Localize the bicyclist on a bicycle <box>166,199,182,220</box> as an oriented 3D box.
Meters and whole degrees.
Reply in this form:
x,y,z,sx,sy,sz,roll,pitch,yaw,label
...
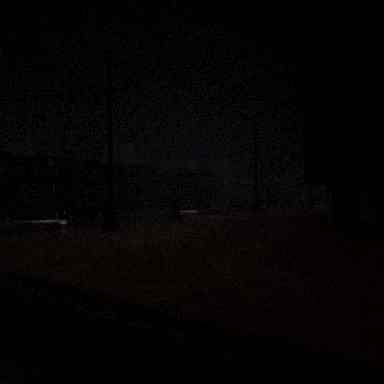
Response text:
x,y,z,sx,sy,sz,roll,pitch,yaw,label
-1.428,1.368,25.636,1.656,1.620,0.582,-2,-1,37,bicyclist on a bicycle

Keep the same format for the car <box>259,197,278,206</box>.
x,y,z,sx,sy,sz,roll,pitch,yaw,label
13.177,1.696,57.428,1.837,1.490,4.892,-1,-1,37,car

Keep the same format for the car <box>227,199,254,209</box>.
x,y,z,sx,sy,sz,roll,pitch,yaw,label
7.263,1.742,49.454,2.033,1.411,5.357,-1,-1,37,car

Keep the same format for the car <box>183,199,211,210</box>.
x,y,z,sx,sy,sz,roll,pitch,yaw,label
0.689,1.745,46.736,1.882,1.535,5.008,-1,-1,37,car

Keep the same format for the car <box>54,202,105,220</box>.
x,y,z,sx,sy,sz,roll,pitch,yaw,label
-10.632,1.782,31.661,1.837,1.490,4.892,-1,-1,37,car
